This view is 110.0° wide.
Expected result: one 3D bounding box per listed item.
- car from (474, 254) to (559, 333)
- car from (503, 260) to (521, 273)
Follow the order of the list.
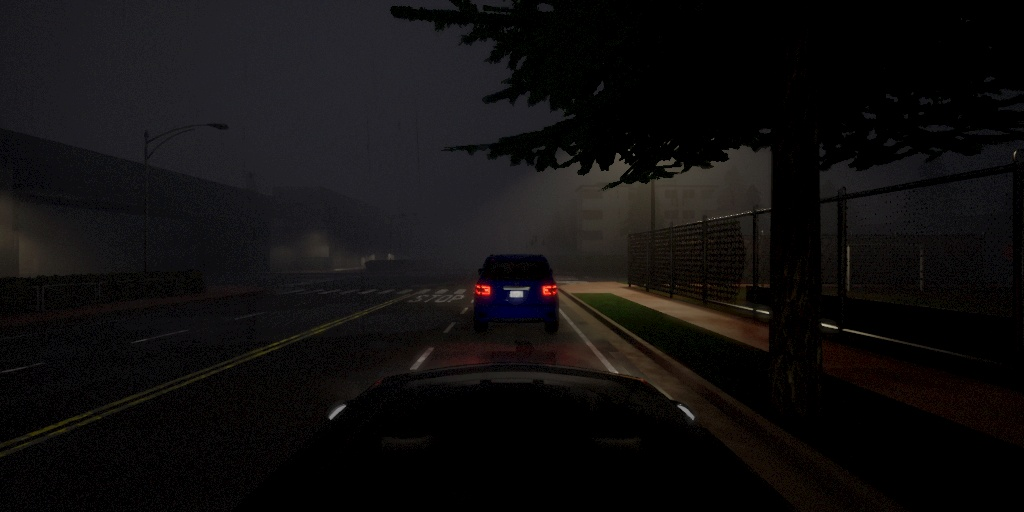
[{"bbox_3d":[0.113,0.972,10.933,2.150,2.045,5.566,0,0,0],"label":"car"},{"bbox_3d":[0.013,1.241,45.770,2.128,1.511,4.902,0,0,0],"label":"car"}]
